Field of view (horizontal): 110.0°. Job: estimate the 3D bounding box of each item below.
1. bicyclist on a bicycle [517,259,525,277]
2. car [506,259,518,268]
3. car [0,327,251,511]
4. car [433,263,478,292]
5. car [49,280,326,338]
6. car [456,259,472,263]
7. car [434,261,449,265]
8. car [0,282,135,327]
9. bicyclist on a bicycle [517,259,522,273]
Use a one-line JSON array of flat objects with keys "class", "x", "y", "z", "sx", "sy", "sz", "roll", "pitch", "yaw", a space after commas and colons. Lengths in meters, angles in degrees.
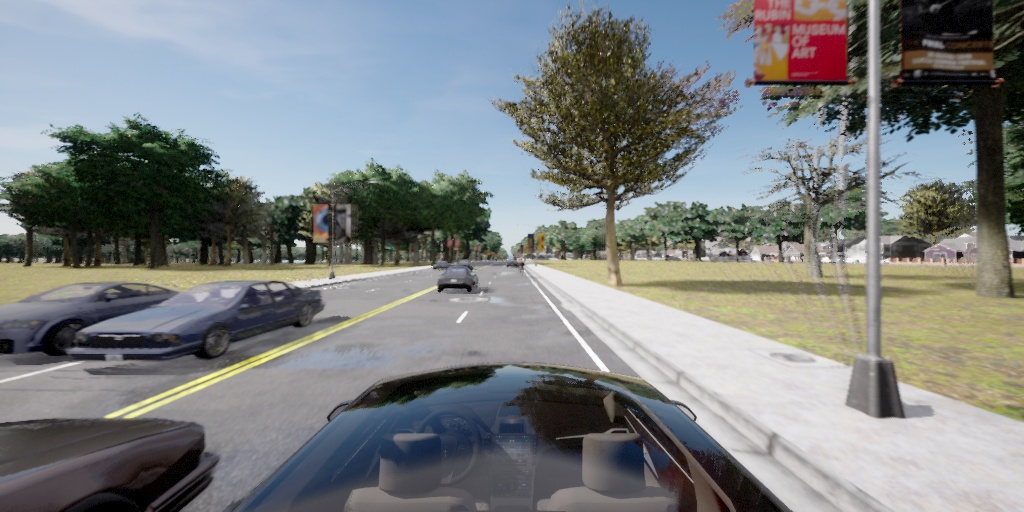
[{"class": "bicyclist on a bicycle", "x": 0.902, "y": 1.121, "z": 33.219, "sx": 0.659, "sy": 1.776, "sz": 1.843, "roll": 0, "pitch": 0, "yaw": 0}, {"class": "car", "x": 0.051, "y": 1.295, "z": 63.188, "sx": 1.812, "sy": 1.442, "sz": 4.674, "roll": 0, "pitch": 0, "yaw": 1}, {"class": "car", "x": -3.150, "y": 1.298, "z": 0.221, "sx": 2.033, "sy": 1.411, "sz": 5.357, "roll": 0, "pitch": 0, "yaw": 0}, {"class": "car", "x": -3.144, "y": 1.312, "z": 21.405, "sx": 1.994, "sy": 1.385, "sz": 4.181, "roll": 0, "pitch": 0, "yaw": 0}, {"class": "car", "x": -6.599, "y": 1.297, "z": 8.606, "sx": 2.033, "sy": 1.411, "sz": 5.357, "roll": 0, "pitch": 0, "yaw": 0}, {"class": "car", "x": -6.562, "y": 1.238, "z": 49.700, "sx": 1.882, "sy": 1.535, "sz": 5.008, "roll": 0, "pitch": 0, "yaw": 0}, {"class": "car", "x": -9.808, "y": 1.325, "z": 50.591, "sx": 1.994, "sy": 1.385, "sz": 4.181, "roll": 0, "pitch": 0, "yaw": 0}, {"class": "car", "x": -9.848, "y": 1.314, "z": 8.455, "sx": 1.994, "sy": 1.385, "sz": 4.181, "roll": 0, "pitch": 0, "yaw": 0}, {"class": "bicyclist on a bicycle", "x": 0.905, "y": 1.208, "z": 42.426, "sx": 0.582, "sy": 1.620, "sz": 1.656, "roll": 0, "pitch": 0, "yaw": 0}]
